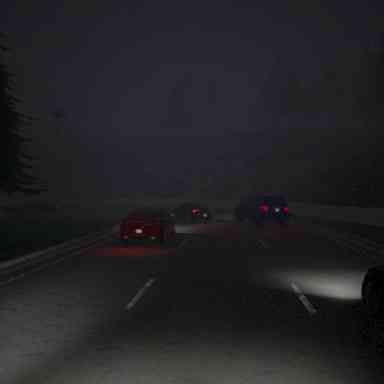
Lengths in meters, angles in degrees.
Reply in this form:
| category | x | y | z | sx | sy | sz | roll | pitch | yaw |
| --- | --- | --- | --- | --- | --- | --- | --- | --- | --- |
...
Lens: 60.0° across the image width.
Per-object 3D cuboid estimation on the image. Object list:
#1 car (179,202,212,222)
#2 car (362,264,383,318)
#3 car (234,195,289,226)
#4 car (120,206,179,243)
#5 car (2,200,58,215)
| category | x | y | z | sx | sy | sz | roll | pitch | yaw |
| --- | --- | --- | --- | --- | --- | --- | --- | --- | --- |
| car | -0.106 | 1.498 | 26.227 | 1.812 | 1.442 | 4.674 | 0 | 0 | -27 |
| car | 4.015 | 1.546 | 4.413 | 1.812 | 1.442 | 4.674 | 0 | 0 | 5 |
| car | 4.823 | 1.228 | 23.591 | 2.150 | 2.045 | 5.566 | 1 | 0 | -12 |
| car | -1.978 | 1.449 | 15.984 | 1.882 | 1.535 | 5.008 | 0 | 0 | 4 |
| car | -15.393 | 1.472 | 31.799 | 4.718 | 1.301 | 1.895 | 0 | 0 | -15 |
